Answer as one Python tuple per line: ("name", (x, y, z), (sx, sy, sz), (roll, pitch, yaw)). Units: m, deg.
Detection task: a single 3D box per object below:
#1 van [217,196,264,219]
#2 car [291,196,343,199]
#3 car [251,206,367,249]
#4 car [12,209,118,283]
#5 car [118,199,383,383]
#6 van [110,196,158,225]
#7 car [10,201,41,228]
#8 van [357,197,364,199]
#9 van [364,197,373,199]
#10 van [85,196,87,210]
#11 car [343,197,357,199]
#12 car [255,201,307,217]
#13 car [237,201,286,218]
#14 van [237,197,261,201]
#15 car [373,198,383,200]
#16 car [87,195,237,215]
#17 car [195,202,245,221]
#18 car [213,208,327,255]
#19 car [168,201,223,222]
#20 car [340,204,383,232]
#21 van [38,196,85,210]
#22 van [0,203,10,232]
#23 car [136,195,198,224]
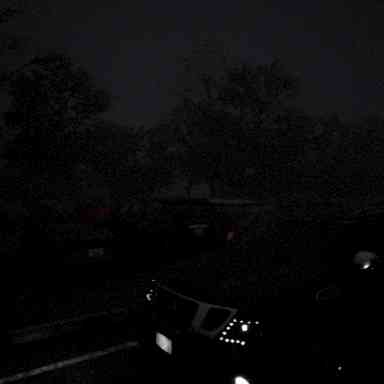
("van", (4.530, 1.422, 31.699), (1.878, 1.987, 4.442), (1, -1, -36))
("car", (13.733, 1.534, 38.094), (2.435, 2.045, 5.566), (1, -1, -36))
("car", (5.433, 1.545, 16.120), (2.097, 1.535, 5.008), (1, -1, -36))
("car", (-3.603, 1.468, 9.710), (2.163, 1.488, 4.792), (0, 0, -36))
("car", (1.955, 1.235, 5.088), (5.566, 2.045, 2.150), (0, 0, -36))
("van", (-4.487, 1.285, 25.259), (1.878, 1.987, 4.442), (1, 0, -36))
("car", (-11.069, 1.437, 20.421), (2.097, 1.535, 5.008), (0, 0, -36))
("van", (18.292, 1.628, 41.241), (1.878, 1.987, 4.442), (1, -1, -36))
("van", (20.411, 1.662, 43.041), (1.878, 1.987, 4.442), (1, -1, -36))
("van", (-6.639, 1.253, 23.722), (1.878, 1.987, 4.442), (1, -1, -36))
("car", (15.987, 1.569, 39.704), (2.435, 2.045, 5.566), (1, -1, -36))
("car", (9.209, 1.717, 34.890), (2.097, 1.535, 5.008), (1, -1, -36))
("car", (6.848, 1.722, 33.214), (2.002, 1.452, 4.674), (1, -1, -36))
("van", (0.982, 1.251, 12.804), (1.878, 1.987, 4.442), (1, -1, -36))
("car", (22.727, 1.922, 44.559), (2.097, 1.535, 5.008), (1, -1, -36))
("car", (-1.361, 1.191, 11.309), (2.435, 2.045, 5.566), (1, -1, -36))
("car", (2.445, 1.655, 30.064), (2.002, 1.452, 4.674), (1, -1, -36))
("car", (3.169, 1.551, 14.513), (2.002, 1.452, 4.674), (1, -1, -36))
("car", (0.192, 1.581, 28.451), (2.097, 1.535, 5.008), (1, -1, -36))
("car", (12.314, 1.645, 20.814), (1.946, 1.575, 5.366), (1, -1, -36))
("van", (-8.865, 1.217, 21.845), (1.878, 1.987, 4.442), (0, 0, -36))
("van", (-5.783, 1.223, 7.973), (1.878, 1.987, 4.442), (0, 0, -36))
("car", (-2.148, 1.294, 26.752), (2.435, 2.045, 5.566), (1, -1, -36))
